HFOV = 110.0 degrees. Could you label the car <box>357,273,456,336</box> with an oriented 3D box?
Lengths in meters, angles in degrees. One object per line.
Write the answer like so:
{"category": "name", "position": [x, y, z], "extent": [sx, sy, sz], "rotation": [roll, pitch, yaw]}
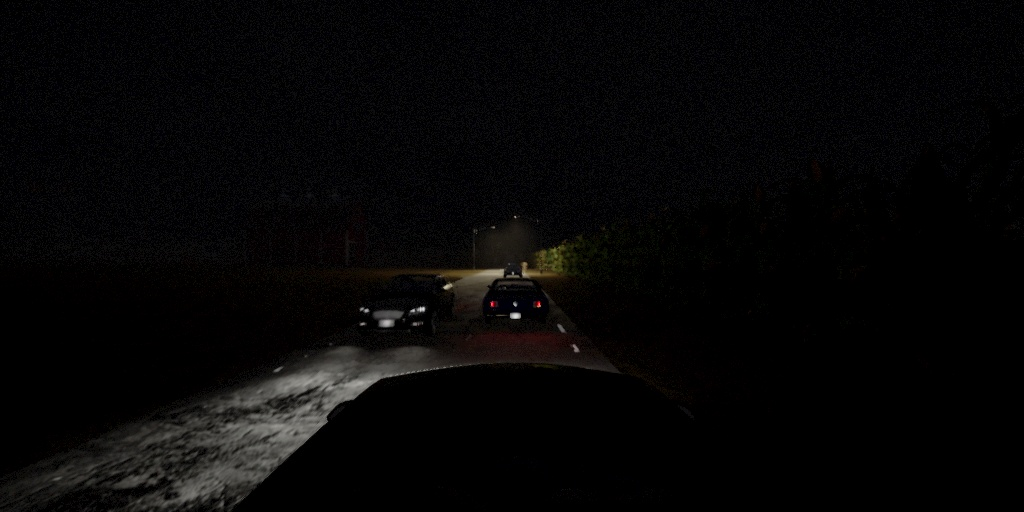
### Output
{"category": "car", "position": [-2.848, 1.271, 10.593], "extent": [2.128, 1.511, 4.902], "rotation": [0, 0, 0]}

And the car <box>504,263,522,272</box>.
{"category": "car", "position": [0.100, 1.493, 37.561], "extent": [1.812, 1.442, 4.674], "rotation": [0, -1, 0]}

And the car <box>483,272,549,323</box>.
{"category": "car", "position": [0.101, 1.387, 12.247], "extent": [1.895, 1.301, 4.718], "rotation": [0, 0, 0]}
